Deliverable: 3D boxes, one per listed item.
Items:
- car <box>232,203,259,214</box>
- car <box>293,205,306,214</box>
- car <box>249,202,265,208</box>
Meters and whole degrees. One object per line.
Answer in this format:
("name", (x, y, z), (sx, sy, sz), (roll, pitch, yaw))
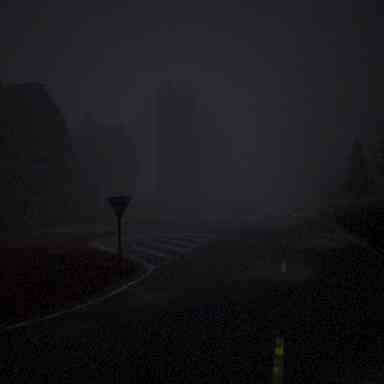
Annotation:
("car", (9.145, 3.091, 58.764), (4.181, 1.381, 1.994), (-3, -2, 15))
("car", (16.551, 2.644, 51.429), (1.895, 1.301, 4.718), (-3, -2, 16))
("car", (17.794, 3.713, 90.617), (3.988, 1.617, 1.851), (-3, -2, 15))
